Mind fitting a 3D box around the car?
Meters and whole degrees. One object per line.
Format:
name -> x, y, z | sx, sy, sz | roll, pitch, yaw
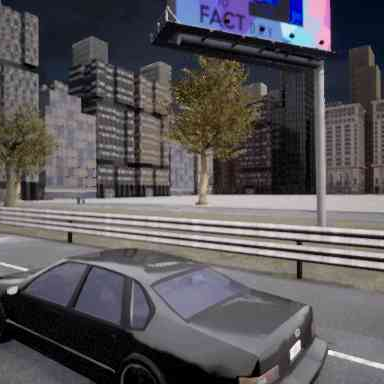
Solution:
car -> -1.047, 1.542, 4.648 | 5.357, 1.411, 2.033 | 0, 0, 36
